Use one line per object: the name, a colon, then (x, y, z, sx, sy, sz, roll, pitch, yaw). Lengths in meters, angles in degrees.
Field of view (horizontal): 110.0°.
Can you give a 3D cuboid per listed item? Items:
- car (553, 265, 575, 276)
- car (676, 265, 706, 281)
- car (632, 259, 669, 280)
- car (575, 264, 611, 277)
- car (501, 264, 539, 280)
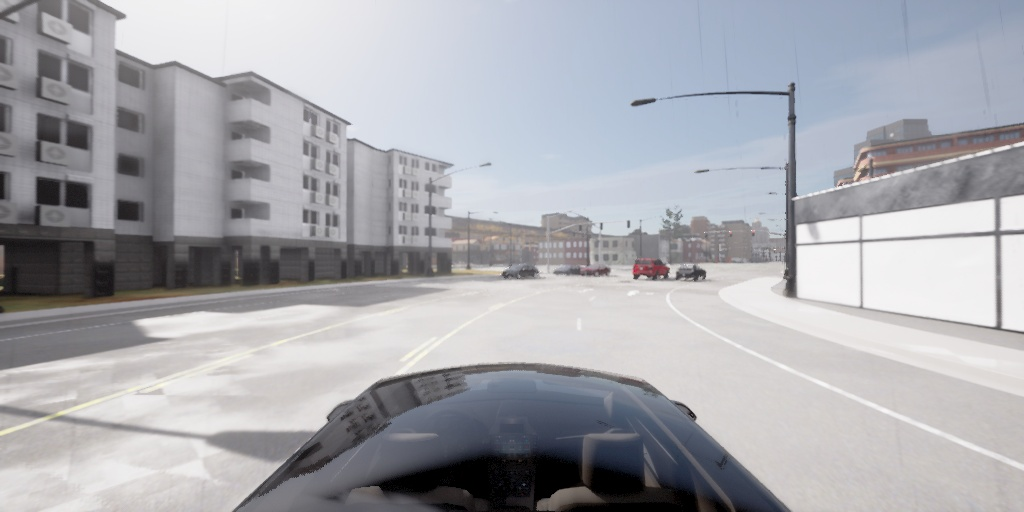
car: (7.161, 1.767, 44.342, 2.033, 1.411, 5.357, 0, -1, 40)
car: (17.338, 1.565, 34.663, 2.128, 1.511, 4.902, 0, -1, 41)
car: (14.081, 1.312, 36.265, 2.150, 2.045, 5.566, 0, 0, 40)
car: (9.834, 1.655, 42.084, 1.882, 1.535, 5.008, 0, -1, 40)
car: (0.919, 1.597, 36.827, 1.837, 1.490, 4.892, -1, -1, 38)
